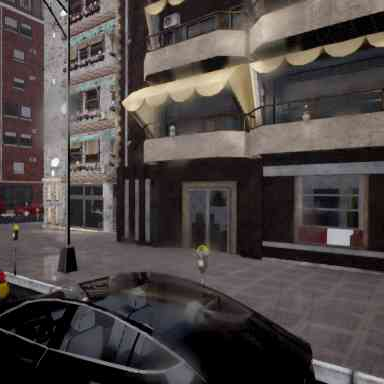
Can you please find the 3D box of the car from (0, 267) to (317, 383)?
[{"bbox_3d":[-0.923,1.566,3.527,4.313,1.339,1.947,0,0,35],"label":"car"}]

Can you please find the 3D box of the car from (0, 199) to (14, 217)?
[{"bbox_3d":[-20.593,1.598,32.155,2.192,1.841,5.009,-1,-2,35],"label":"car"}]

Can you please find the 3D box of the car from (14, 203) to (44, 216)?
[{"bbox_3d":[-17.307,1.931,36.801,1.887,1.381,4.507,-1,-2,35],"label":"car"}]
